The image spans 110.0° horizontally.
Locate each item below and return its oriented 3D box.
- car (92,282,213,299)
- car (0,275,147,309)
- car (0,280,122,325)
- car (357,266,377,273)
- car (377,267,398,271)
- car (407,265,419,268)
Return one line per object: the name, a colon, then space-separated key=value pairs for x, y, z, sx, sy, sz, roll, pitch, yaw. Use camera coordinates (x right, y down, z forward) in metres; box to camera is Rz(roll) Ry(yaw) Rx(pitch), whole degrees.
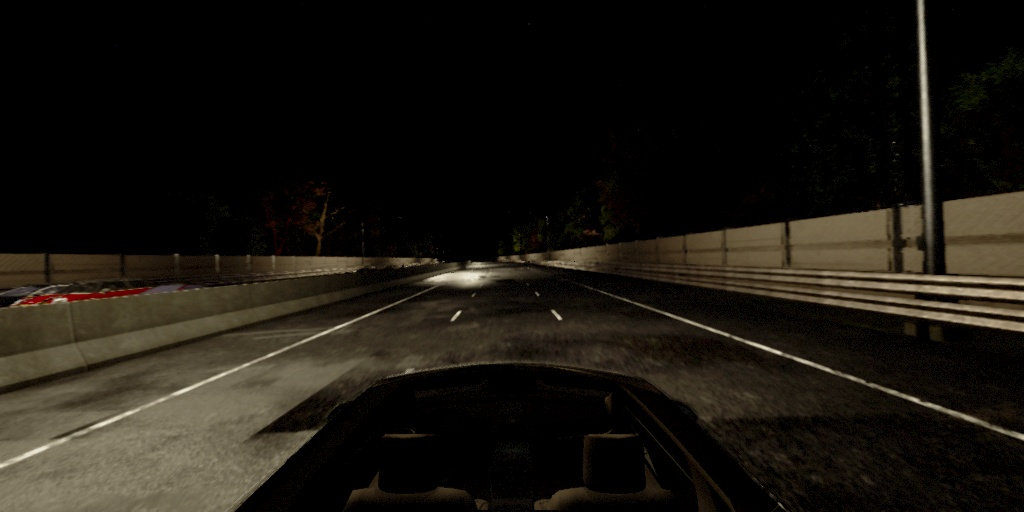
car: x=-14.403 y=1.878 z=15.328 sx=1.994 sy=1.385 sz=4.181 roll=-2 pitch=0 yaw=-1
car: x=-17.910 y=1.783 z=15.367 sx=2.097 sy=1.767 sz=4.553 roll=-2 pitch=0 yaw=-1
car: x=-21.421 y=2.044 z=16.267 sx=2.128 sy=1.511 sz=4.902 roll=-2 pitch=0 yaw=-1
car: x=-22.694 y=2.333 z=56.377 sx=2.128 sy=1.511 sz=4.902 roll=-2 pitch=0 yaw=-2
car: x=-19.194 y=2.325 z=56.544 sx=1.895 sy=1.301 sz=4.718 roll=-2 pitch=0 yaw=-2
car: x=-15.725 y=2.178 z=57.295 sx=1.994 sy=1.385 sz=4.181 roll=-2 pitch=0 yaw=-2
